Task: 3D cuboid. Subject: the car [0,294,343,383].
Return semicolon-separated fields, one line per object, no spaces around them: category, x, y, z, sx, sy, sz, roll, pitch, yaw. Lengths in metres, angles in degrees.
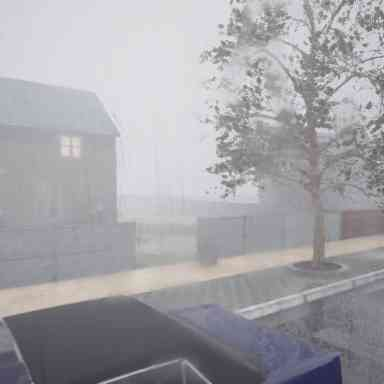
car;-1.050;1.620;2.295;4.718;1.301;1.895;1;-1;-36
